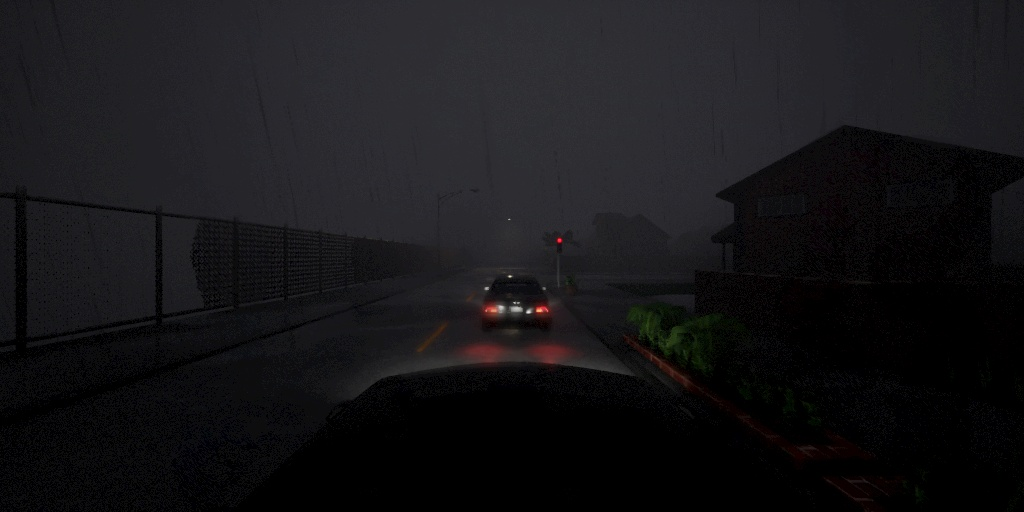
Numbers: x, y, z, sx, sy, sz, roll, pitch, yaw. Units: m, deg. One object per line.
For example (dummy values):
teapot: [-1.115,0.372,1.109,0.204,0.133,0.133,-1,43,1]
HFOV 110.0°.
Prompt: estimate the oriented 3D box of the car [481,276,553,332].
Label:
car: [0.118,1.297,10.852,2.033,1.411,5.357,0,0,0]
